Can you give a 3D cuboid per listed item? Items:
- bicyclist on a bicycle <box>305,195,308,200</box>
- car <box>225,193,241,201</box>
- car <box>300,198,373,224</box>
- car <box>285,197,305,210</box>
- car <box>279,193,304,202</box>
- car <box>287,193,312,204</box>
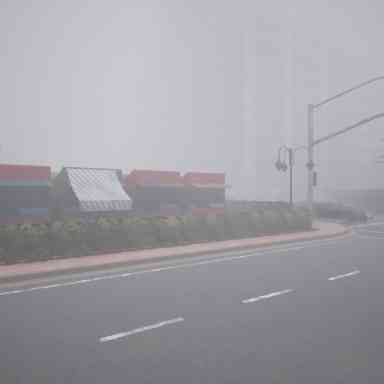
[{"bbox_3d":[15.550,1.246,44.917,1.656,1.620,0.582,0,0,-36],"label":"bicyclist on a bicycle"},{"bbox_3d":[3.658,1.169,34.941,2.150,2.045,5.566,0,0,-36],"label":"car"},{"bbox_3d":[10.770,1.437,24.538,2.128,1.511,4.902,0,0,-28],"label":"car"},{"bbox_3d":[11.242,1.470,30.441,1.812,1.442,4.674,0,0,-36],"label":"car"},{"bbox_3d":[16.632,1.114,57.399,1.905,1.878,3.866,0,0,-36],"label":"car"},{"bbox_3d":[19.024,1.114,59.110,1.905,1.878,3.866,0,0,-36],"label":"car"}]
